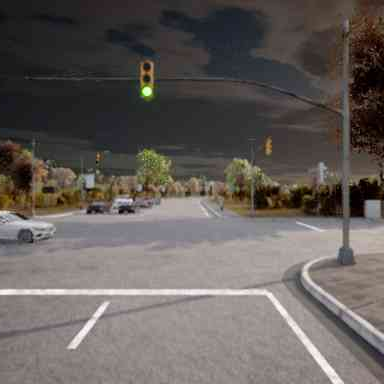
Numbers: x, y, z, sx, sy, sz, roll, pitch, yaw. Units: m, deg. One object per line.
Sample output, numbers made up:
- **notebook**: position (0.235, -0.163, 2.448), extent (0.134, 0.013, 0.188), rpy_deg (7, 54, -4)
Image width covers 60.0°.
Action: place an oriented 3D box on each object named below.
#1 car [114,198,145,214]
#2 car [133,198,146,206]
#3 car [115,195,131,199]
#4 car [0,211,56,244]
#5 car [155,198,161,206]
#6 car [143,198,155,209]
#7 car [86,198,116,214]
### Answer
- **car**: position (-7.168, 1.786, 38.665), extent (2.033, 1.411, 5.357), rpy_deg (0, 0, 0)
- **car**: position (-10.617, 1.917, 67.210), extent (1.837, 1.490, 4.892), rpy_deg (0, 0, 0)
- **car**: position (-10.672, 1.541, 51.655), extent (2.150, 2.045, 5.566), rpy_deg (0, -1, 1)
- **car**: position (-8.884, 1.624, 15.721), extent (4.674, 1.442, 1.812), rpy_deg (0, 0, 3)
- **car**: position (-7.117, 1.907, 65.694), extent (1.837, 1.490, 4.892), rpy_deg (0, 0, 0)
- **car**: position (-7.176, 1.873, 49.996), extent (1.994, 1.385, 4.181), rpy_deg (0, 0, 0)
- **car**: position (-10.668, 1.786, 38.665), extent (2.033, 1.411, 5.357), rpy_deg (0, 0, 0)
